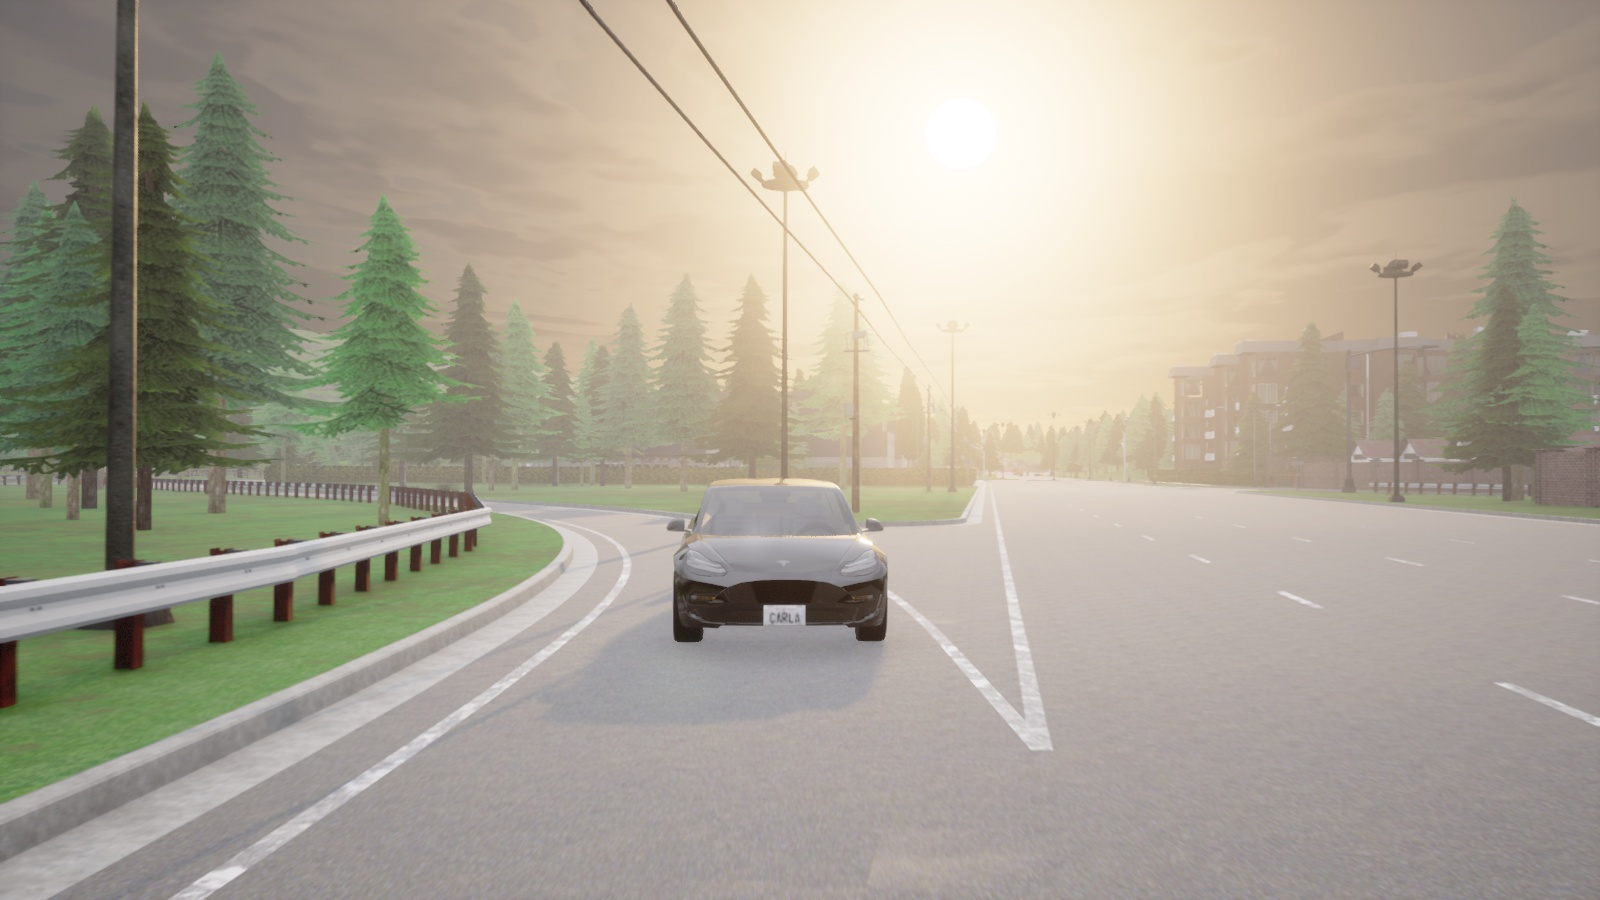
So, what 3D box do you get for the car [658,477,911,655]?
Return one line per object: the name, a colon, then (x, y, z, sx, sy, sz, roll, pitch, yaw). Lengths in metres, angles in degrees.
car: (-0.274, 1.036, 13.131, 2.163, 1.488, 4.792, 0, -1, -4)
